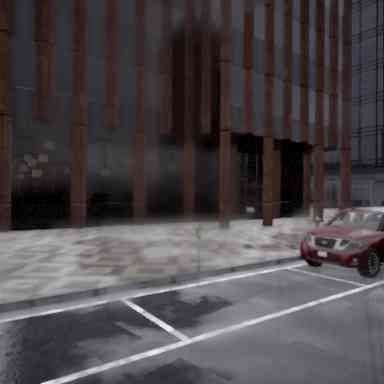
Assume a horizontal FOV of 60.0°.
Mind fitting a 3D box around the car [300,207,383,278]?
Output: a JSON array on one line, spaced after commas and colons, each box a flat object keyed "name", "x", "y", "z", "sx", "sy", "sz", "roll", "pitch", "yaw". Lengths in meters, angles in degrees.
[{"name": "car", "x": 5.669, "y": 1.426, "z": 10.693, "sx": 5.009, "sy": 1.841, "sz": 2.192, "roll": 1, "pitch": 0, "yaw": -35}]
